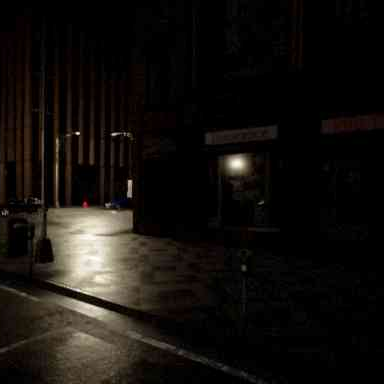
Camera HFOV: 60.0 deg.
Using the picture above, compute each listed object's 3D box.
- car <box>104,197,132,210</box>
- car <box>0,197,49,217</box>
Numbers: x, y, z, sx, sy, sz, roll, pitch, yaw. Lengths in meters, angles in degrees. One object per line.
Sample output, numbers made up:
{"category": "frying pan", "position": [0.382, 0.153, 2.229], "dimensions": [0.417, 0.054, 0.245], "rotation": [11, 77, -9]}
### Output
{"category": "car", "position": [-7.847, 1.280, 37.941], "dimensions": [1.812, 1.442, 4.674], "rotation": [1, 0, 35]}
{"category": "car", "position": [-14.687, 1.217, 28.228], "dimensions": [1.837, 1.490, 4.892], "rotation": [1, 0, 35]}
